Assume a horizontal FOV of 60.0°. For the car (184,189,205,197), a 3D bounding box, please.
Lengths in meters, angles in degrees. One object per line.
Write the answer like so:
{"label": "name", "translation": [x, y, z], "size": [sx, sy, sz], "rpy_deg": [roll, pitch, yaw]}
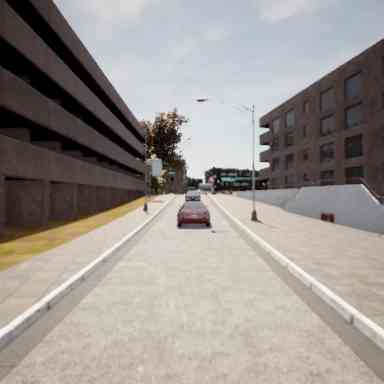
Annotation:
{"label": "car", "translation": [0.104, 0.546, 38.843], "size": [2.033, 1.411, 5.357], "rpy_deg": [0, 3, 0]}

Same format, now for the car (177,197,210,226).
{"label": "car", "translation": [0.103, 1.270, 20.956], "size": [1.994, 1.385, 4.181], "rpy_deg": [0, 2, 0]}
